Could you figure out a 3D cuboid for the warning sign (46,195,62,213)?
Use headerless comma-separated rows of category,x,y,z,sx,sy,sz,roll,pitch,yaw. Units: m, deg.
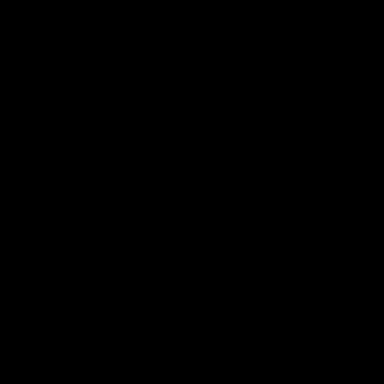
warning sign,-14.989,1.274,36.133,1.300,1.860,1.060,-1,-1,27
